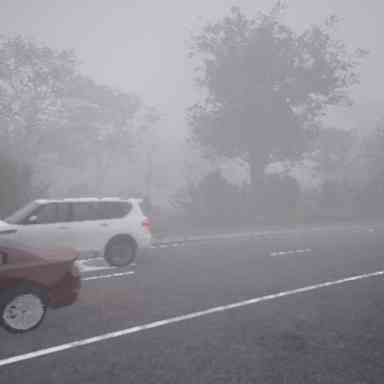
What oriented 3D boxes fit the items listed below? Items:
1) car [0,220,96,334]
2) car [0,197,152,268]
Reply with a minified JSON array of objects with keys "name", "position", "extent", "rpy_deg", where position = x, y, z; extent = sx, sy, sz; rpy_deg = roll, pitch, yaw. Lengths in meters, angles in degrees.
[{"name":"car","position":[-4.308,1.423,5.098],"extent":[5.008,1.535,1.882],"rpy_deg":[0,0,-35]},{"name":"car","position":[-3.889,1.161,9.685],"extent":[5.566,2.045,2.150],"rpy_deg":[0,0,-34]}]
